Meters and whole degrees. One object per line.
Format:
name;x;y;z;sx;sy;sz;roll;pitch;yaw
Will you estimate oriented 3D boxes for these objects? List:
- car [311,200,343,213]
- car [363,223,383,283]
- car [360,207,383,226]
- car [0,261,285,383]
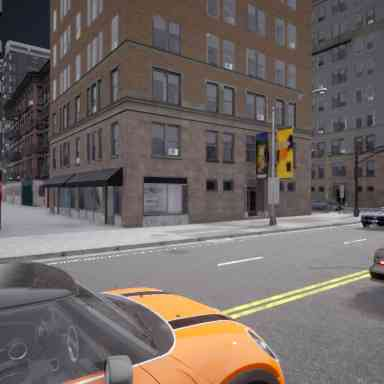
car;14.716;1.548;37.423;1.994;1.385;4.181;0;0;-37
car;6.447;1.548;8.238;5.357;1.411;2.033;0;0;-37
car;12.573;1.605;20.902;4.718;1.301;1.895;0;0;-36
car;-1.356;1.352;2.437;4.553;1.767;2.097;0;0;-37
